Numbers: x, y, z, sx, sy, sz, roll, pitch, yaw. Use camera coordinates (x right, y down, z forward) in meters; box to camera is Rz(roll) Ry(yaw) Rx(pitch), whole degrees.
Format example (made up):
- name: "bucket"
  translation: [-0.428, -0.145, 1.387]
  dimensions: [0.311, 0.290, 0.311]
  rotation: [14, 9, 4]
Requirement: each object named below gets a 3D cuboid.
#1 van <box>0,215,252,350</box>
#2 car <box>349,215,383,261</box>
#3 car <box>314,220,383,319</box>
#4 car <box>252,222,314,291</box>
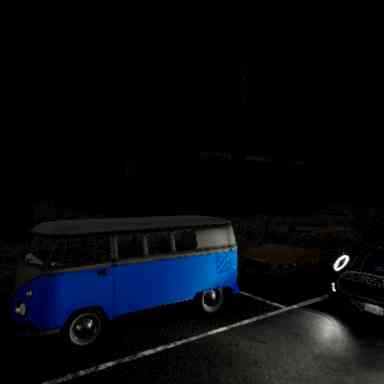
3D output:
- name: "van"
  translation: [-1.006, 1.341, 5.928]
  dimensions: [3.998, 1.788, 1.690]
  rotation: [0, 0, -35]
- name: "car"
  translation: [7.864, 1.566, 12.221]
  dimensions: [4.313, 1.339, 1.947]
  rotation: [0, 0, -35]
- name: "car"
  translation: [4.846, 1.352, 6.809]
  dimensions: [4.553, 1.767, 2.097]
  rotation: [0, 0, -35]
- name: "car"
  translation: [3.291, 1.525, 8.976]
  dimensions: [4.829, 1.417, 1.752]
  rotation: [0, 0, -35]
